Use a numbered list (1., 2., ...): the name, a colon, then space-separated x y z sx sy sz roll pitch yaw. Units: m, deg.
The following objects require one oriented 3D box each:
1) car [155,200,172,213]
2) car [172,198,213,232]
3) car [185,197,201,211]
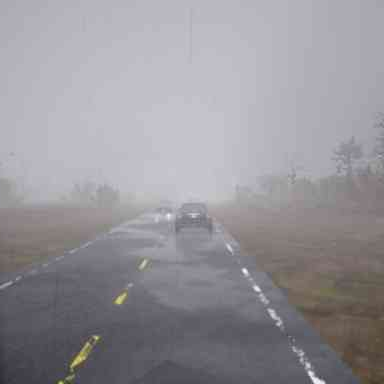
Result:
1. car: -2.985 1.546 37.225 2.033 1.411 5.357 0 0 0
2. car: 0.108 1.350 20.240 2.097 1.767 4.553 0 0 0
3. car: 0.117 1.472 42.707 1.882 1.535 5.008 0 0 0
